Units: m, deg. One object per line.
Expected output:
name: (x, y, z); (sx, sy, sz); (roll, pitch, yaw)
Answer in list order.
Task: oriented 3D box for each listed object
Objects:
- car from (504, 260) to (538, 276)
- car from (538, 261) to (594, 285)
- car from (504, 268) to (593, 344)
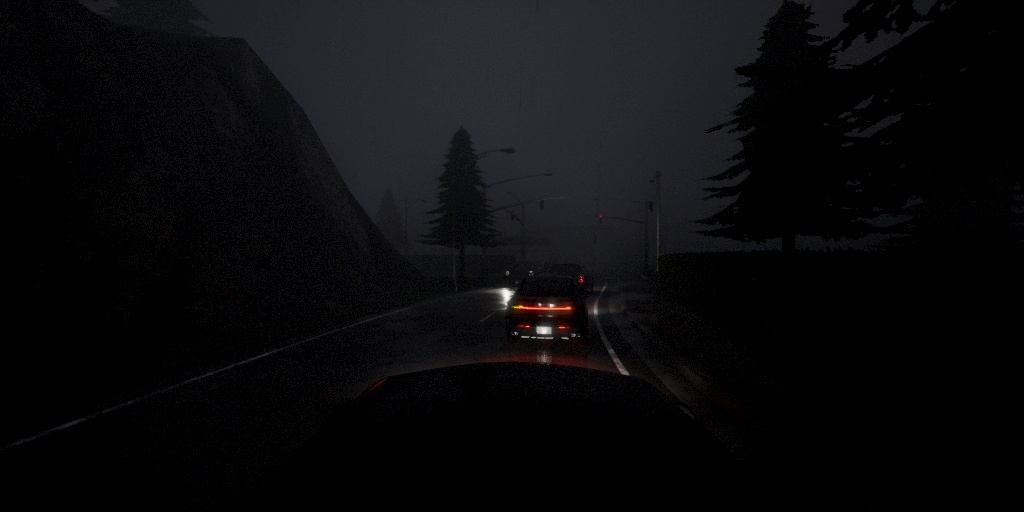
car: (1.015, 1.112, 24.820); (2.097, 1.767, 4.553); (0, 0, 17)
car: (3.022, 1.102, 18.558); (2.097, 1.767, 4.553); (0, 0, 17)
car: (1.020, 1.255, 9.637); (1.837, 1.490, 4.892); (0, 0, 9)
